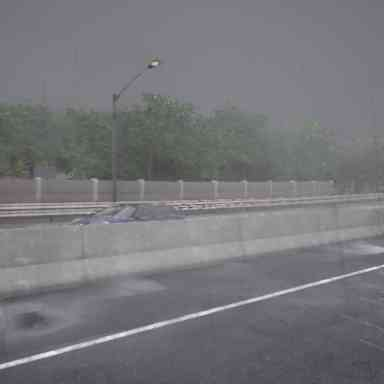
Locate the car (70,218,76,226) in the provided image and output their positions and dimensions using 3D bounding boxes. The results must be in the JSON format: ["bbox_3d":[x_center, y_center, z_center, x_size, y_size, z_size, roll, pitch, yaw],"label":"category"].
[{"bbox_3d":[-4.111,1.500,18.207,4.892,1.490,1.837,0,0,-35],"label":"car"}]

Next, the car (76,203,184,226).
[{"bbox_3d":[-2.516,1.348,15.048,4.553,1.767,2.097,0,0,-35],"label":"car"}]

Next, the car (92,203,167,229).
[{"bbox_3d":[-4.163,1.519,22.462,4.674,1.442,1.812,0,0,-35],"label":"car"}]
